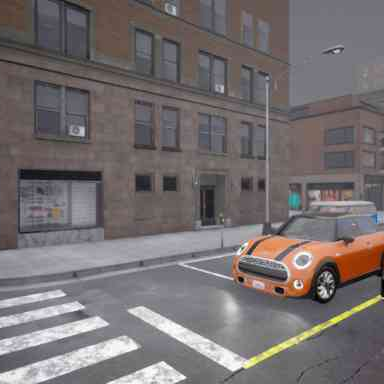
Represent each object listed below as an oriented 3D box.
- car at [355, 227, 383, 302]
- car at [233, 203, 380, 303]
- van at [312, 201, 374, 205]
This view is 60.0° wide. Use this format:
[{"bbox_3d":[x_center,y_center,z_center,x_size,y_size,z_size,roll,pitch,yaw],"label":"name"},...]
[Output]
[{"bbox_3d":[5.369,1.469,6.373,4.902,1.511,2.128,0,0,-40],"label":"car"},{"bbox_3d":[3.131,1.321,8.269,4.553,1.767,2.097,0,0,-38],"label":"car"},{"bbox_3d":[6.410,1.281,14.251,3.998,1.788,1.690,0,0,-40],"label":"van"}]
